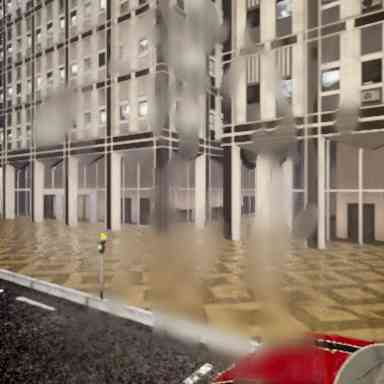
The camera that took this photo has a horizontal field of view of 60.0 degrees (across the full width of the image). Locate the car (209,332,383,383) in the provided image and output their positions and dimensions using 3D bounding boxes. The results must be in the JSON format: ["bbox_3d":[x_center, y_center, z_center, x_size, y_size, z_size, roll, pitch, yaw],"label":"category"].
[{"bbox_3d":[1.793,1.443,1.598,4.097,1.590,1.967,0,0,35],"label":"car"}]
